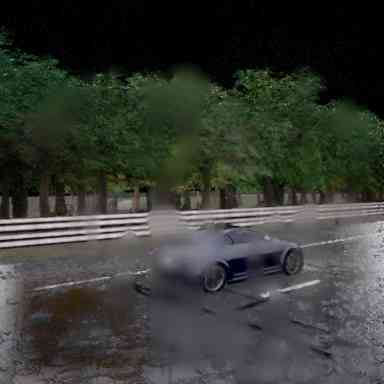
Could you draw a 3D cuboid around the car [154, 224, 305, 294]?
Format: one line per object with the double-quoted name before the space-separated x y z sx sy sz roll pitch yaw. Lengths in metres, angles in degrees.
"car" 1.090 1.555 8.852 4.181 1.385 1.994 0 0 -36
